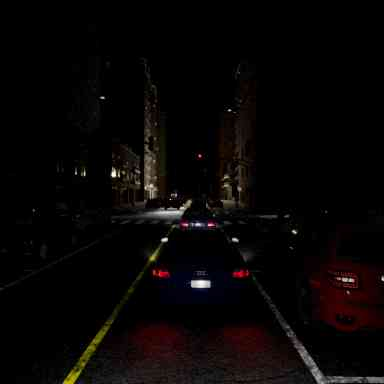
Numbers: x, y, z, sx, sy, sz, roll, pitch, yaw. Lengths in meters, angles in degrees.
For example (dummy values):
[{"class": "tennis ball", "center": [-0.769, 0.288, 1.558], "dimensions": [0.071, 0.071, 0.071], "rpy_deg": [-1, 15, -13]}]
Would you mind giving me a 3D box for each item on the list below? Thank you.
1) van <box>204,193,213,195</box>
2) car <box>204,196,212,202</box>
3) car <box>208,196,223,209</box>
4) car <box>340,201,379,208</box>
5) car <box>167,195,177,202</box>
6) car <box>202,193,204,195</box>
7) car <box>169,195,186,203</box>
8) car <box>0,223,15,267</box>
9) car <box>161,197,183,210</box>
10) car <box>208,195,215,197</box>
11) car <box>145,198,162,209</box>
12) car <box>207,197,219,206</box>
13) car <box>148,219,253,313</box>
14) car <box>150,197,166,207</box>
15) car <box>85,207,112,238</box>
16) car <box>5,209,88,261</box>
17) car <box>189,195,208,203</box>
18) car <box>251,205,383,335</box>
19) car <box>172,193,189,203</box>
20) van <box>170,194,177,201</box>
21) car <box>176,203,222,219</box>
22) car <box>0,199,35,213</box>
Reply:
[{"class": "van", "center": [3.532, 1.358, 61.928], "dimensions": [1.690, 1.788, 3.998], "rpy_deg": [1, 0, 1]}, {"class": "car", "center": [3.766, 1.608, 78.945], "dimensions": [1.802, 1.307, 4.206], "rpy_deg": [1, 0, 1]}, {"class": "car", "center": [3.293, 1.593, 44.909], "dimensions": [1.802, 1.307, 4.206], "rpy_deg": [1, 0, 1]}, {"class": "car", "center": [15.368, 1.654, 31.937], "dimensions": [4.902, 1.511, 2.128], "rpy_deg": [0, -1, 1]}, {"class": "car", "center": [-4.757, 1.466, 79.071], "dimensions": [1.967, 1.590, 4.097], "rpy_deg": [1, 0, 1]}, {"class": "car", "center": [3.611, 1.335, 67.600], "dimensions": [2.192, 1.841, 5.009], "rpy_deg": [1, 0, 1]}, {"class": "car", "center": [-2.366, 1.614, 52.670], "dimensions": [1.895, 1.301, 4.718], "rpy_deg": [0, 0, 1]}, {"class": "car", "center": [-5.767, 1.527, 6.602], "dimensions": [1.752, 1.417, 4.829], "rpy_deg": [1, 0, 1]}, {"class": "car", "center": [-2.504, 1.611, 43.240], "dimensions": [1.895, 1.301, 4.718], "rpy_deg": [0, 0, 1]}, {"class": "car", "center": [3.371, 1.594, 50.582], "dimensions": [1.802, 1.307, 4.206], "rpy_deg": [1, 0, 1]}, {"class": "car", "center": [-5.232, 1.555, 45.037], "dimensions": [1.887, 1.381, 4.507], "rpy_deg": [1, 0, 1]}, {"class": "car", "center": [3.450, 1.597, 56.255], "dimensions": [1.802, 1.307, 4.206], "rpy_deg": [1, 0, 1]}, {"class": "car", "center": [0.185, 1.566, 7.772], "dimensions": [1.994, 1.385, 4.181], "rpy_deg": [0, 0, 1]}, {"class": "car", "center": [-5.153, 1.557, 50.709], "dimensions": [1.887, 1.381, 4.507], "rpy_deg": [1, 0, 1]}, {"class": "car", "center": [-5.611, 1.529, 17.850], "dimensions": [1.752, 1.417, 4.829], "rpy_deg": [1, 0, 1]}, {"class": "car", "center": [-5.687, 1.547, 12.396], "dimensions": [1.887, 1.381, 4.507], "rpy_deg": [1, 0, 1]}, {"class": "car", "center": [0.788, 1.488, 43.264], "dimensions": [1.882, 1.535, 5.008], "rpy_deg": [0, 0, 1]}, {"class": "car", "center": [2.762, 1.316, 6.644], "dimensions": [2.192, 1.841, 5.009], "rpy_deg": [1, 0, 1]}, {"class": "car", "center": [-2.203, 1.369, 62.311], "dimensions": [2.097, 1.767, 4.553], "rpy_deg": [0, 0, 1]}, {"class": "van", "center": [-4.677, 1.371, 84.743], "dimensions": [1.690, 1.788, 3.998], "rpy_deg": [1, 0, 1]}, {"class": "car", "center": [0.292, 1.552, 17.836], "dimensions": [2.033, 1.411, 5.357], "rpy_deg": [0, 0, 0]}, {"class": "car", "center": [-16.387, 1.342, 29.353], "dimensions": [4.902, 1.511, 2.128], "rpy_deg": [1, -1, 1]}]
